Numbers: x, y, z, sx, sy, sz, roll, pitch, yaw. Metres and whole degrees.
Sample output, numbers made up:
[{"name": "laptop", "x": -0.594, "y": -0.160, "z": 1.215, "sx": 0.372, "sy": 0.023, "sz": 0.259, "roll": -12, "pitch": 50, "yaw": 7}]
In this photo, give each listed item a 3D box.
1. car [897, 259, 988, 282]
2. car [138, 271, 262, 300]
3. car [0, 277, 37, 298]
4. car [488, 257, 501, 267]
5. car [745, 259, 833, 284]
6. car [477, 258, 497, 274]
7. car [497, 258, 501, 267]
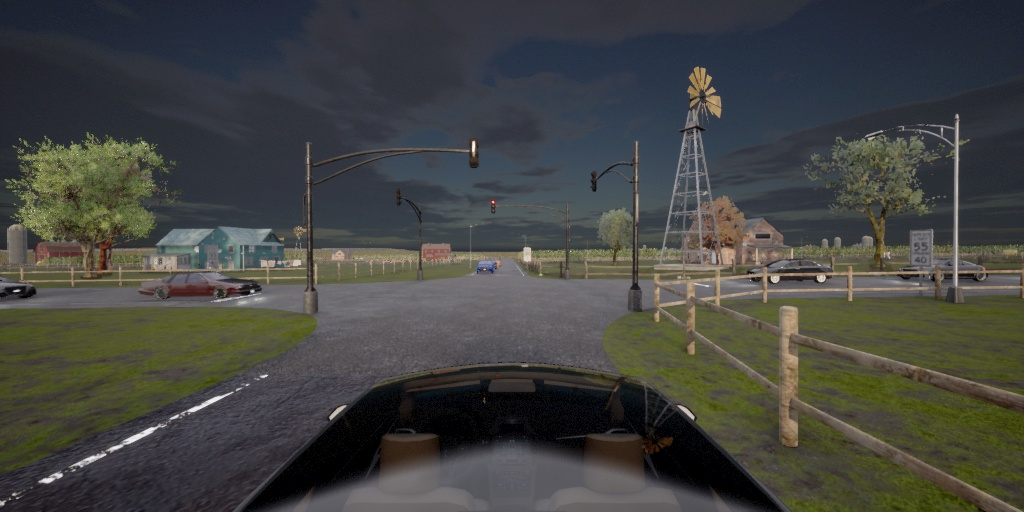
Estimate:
[{"name": "car", "x": 27.545, "y": 0.886, "z": 23.045, "sx": 4.181, "sy": 1.385, "sz": 1.994, "roll": -1, "pitch": 1, "yaw": 0}, {"name": "car", "x": -16.546, "y": 1.531, "z": 19.146, "sx": 5.357, "sy": 1.411, "sz": 2.033, "roll": -1, "pitch": 1, "yaw": 0}, {"name": "car", "x": -28.366, "y": 1.709, "z": 19.094, "sx": 4.181, "sy": 1.385, "sz": 1.994, "roll": -1, "pitch": 1, "yaw": 0}, {"name": "car", "x": -3.170, "y": 1.099, "z": 64.907, "sx": 2.097, "sy": 1.767, "sz": 4.553, "roll": 0, "pitch": 0, "yaw": 0}, {"name": "car", "x": 17.686, "y": 0.957, "z": 23.003, "sx": 4.892, "sy": 1.490, "sz": 1.837, "roll": -1, "pitch": 1, "yaw": 0}, {"name": "car", "x": -3.047, "y": 1.222, "z": 42.003, "sx": 1.882, "sy": 1.535, "sz": 5.008, "roll": 0, "pitch": 0, "yaw": -1}, {"name": "car", "x": -3.120, "y": 1.293, "z": 52.433, "sx": 2.033, "sy": 1.411, "sz": 5.357, "roll": 0, "pitch": 0, "yaw": -1}]
